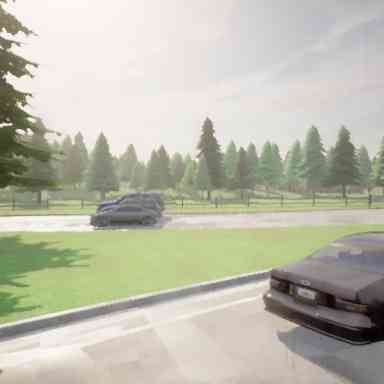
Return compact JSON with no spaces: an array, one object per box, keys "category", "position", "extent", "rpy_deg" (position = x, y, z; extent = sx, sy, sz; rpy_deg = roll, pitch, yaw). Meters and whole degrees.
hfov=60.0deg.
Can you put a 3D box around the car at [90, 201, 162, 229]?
[{"category":"car","position":[-4.150,1.476,20.681],"extent":[4.181,1.385,1.994],"rpy_deg":[-1,0,-4]}]

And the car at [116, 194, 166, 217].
[{"category":"car","position":[-4.393,1.244,24.166],"extent":[4.553,1.767,2.097],"rpy_deg":[-1,0,-4]}]

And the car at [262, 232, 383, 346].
[{"category":"car","position":[3.721,1.476,6.154],"extent":[5.357,1.411,2.033],"rpy_deg":[-1,0,-34]}]
